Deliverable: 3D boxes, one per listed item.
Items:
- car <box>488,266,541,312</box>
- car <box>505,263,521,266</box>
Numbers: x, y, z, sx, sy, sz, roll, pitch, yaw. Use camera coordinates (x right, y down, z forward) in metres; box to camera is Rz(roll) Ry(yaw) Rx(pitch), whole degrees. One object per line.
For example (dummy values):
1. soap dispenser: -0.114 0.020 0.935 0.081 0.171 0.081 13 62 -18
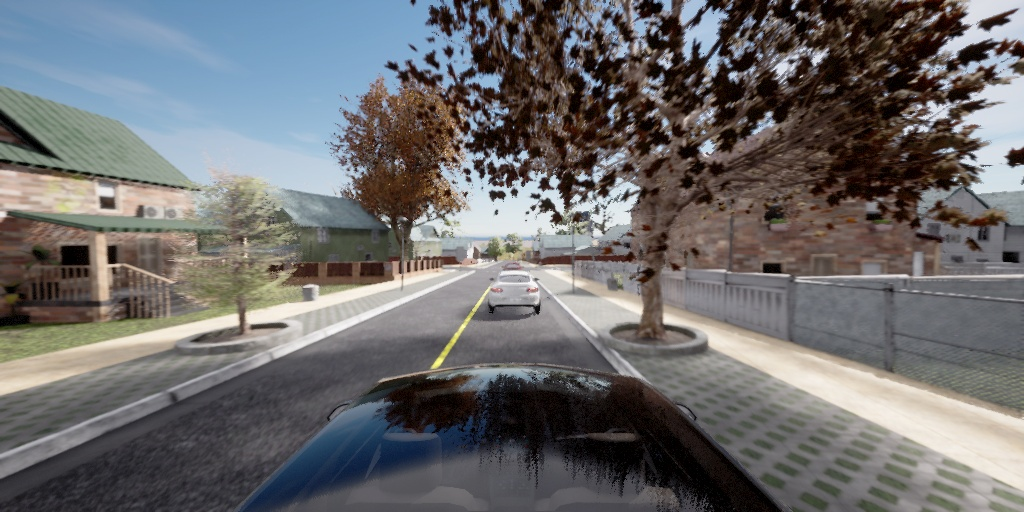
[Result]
1. car: 0.087 1.272 13.972 1.812 1.442 4.674 0 0 0
2. car: 0.071 1.286 30.865 1.812 1.442 4.674 0 0 0
